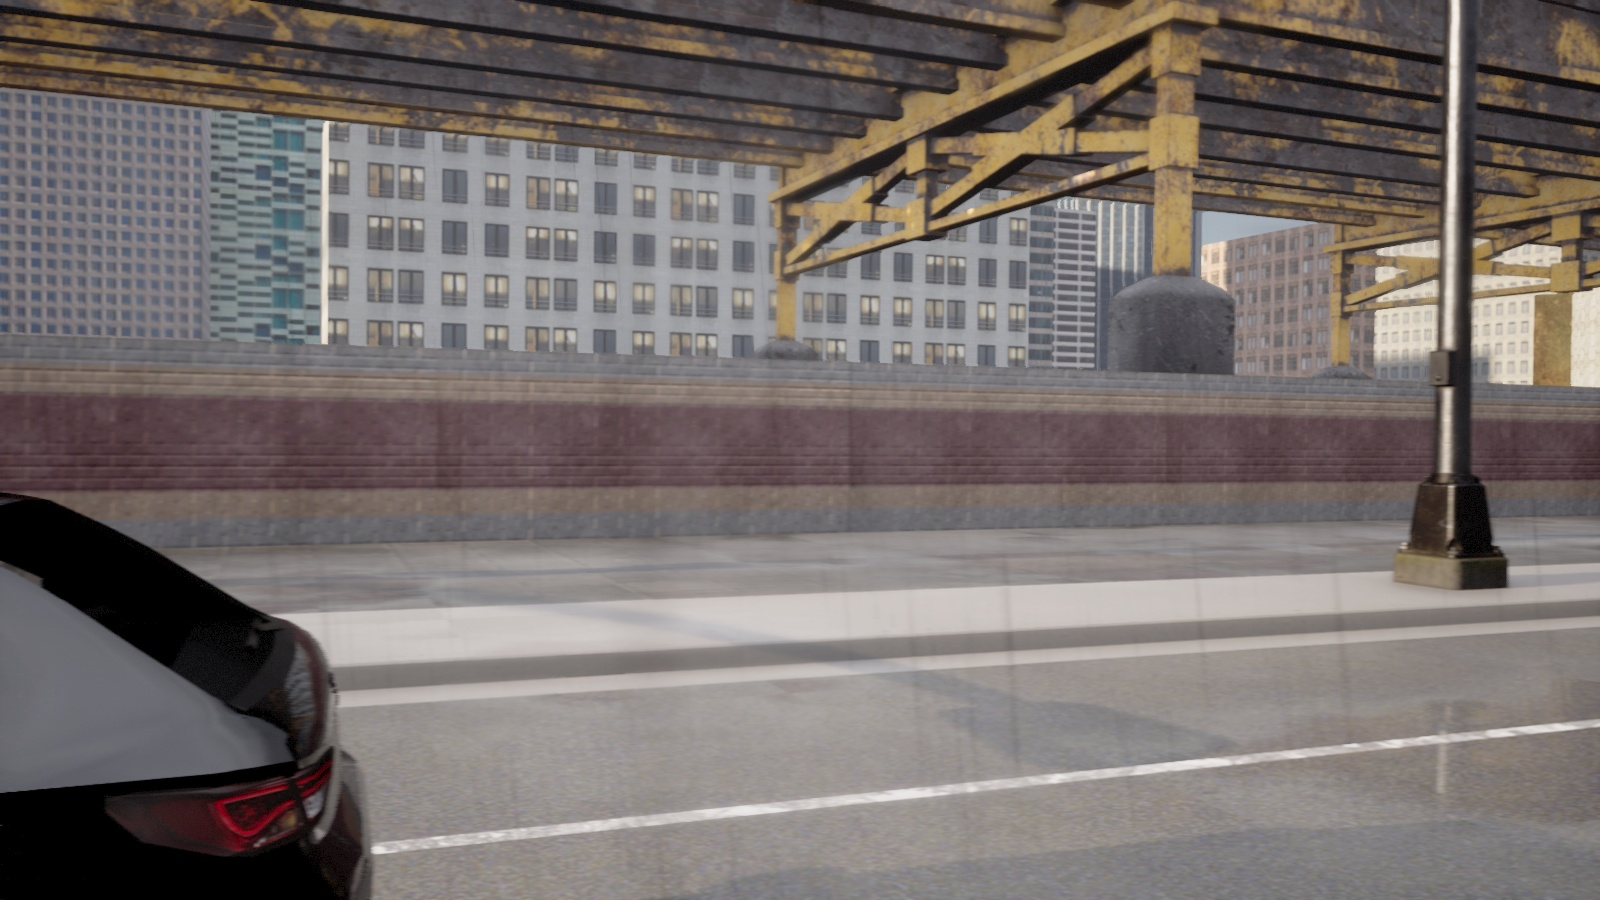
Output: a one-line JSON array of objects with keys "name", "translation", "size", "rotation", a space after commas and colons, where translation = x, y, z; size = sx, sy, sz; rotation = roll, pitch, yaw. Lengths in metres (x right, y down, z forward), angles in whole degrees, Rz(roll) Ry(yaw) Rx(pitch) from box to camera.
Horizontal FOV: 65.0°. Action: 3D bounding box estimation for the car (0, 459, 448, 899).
[{"name": "car", "translation": [-2.856, 0.807, 2.155], "size": [4.193, 1.474, 1.816], "rotation": [-1, 1, -21]}]
